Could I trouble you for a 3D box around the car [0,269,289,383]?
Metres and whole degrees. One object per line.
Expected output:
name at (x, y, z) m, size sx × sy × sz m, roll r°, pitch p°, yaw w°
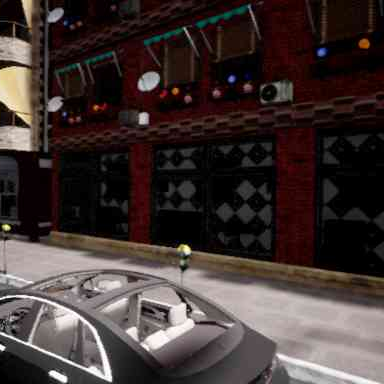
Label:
car at (-1.227, 1.550, 3.585) m, size 4.403 × 1.369 × 2.008 m, roll 0°, pitch 1°, yaw 35°
